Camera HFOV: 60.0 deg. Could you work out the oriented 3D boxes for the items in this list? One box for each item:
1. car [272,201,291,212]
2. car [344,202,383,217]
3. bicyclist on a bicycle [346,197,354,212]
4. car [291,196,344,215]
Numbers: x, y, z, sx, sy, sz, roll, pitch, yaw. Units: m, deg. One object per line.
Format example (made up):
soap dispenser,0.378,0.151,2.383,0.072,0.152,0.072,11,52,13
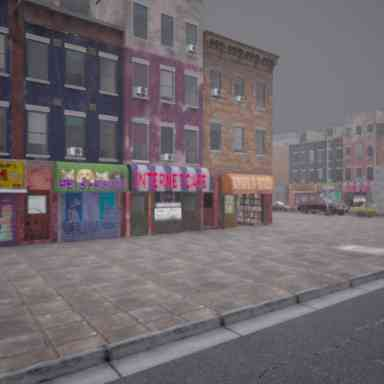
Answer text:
car,9.765,1.653,37.829,1.802,1.307,4.206,0,0,-35
car,16.194,1.567,28.813,1.752,1.417,4.829,0,0,-35
bicyclist on a bicycle,17.485,1.367,36.729,1.656,1.620,0.582,0,0,-35
car,12.930,1.372,33.390,2.192,1.841,5.009,0,0,-35
